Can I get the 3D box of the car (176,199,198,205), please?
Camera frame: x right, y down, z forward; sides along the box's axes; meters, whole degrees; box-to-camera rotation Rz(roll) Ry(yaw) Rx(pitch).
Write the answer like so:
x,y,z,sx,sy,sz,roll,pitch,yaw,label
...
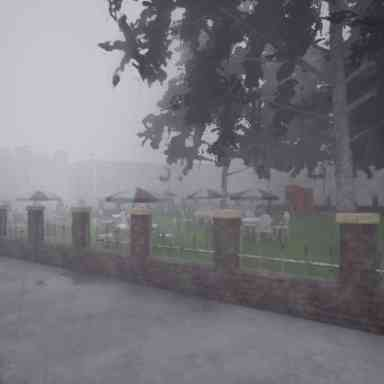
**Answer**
x,y,z,sx,sy,sz,roll,pitch,yaw,label
-0.804,1.931,57.190,4.181,1.385,1.994,0,0,-6,car
